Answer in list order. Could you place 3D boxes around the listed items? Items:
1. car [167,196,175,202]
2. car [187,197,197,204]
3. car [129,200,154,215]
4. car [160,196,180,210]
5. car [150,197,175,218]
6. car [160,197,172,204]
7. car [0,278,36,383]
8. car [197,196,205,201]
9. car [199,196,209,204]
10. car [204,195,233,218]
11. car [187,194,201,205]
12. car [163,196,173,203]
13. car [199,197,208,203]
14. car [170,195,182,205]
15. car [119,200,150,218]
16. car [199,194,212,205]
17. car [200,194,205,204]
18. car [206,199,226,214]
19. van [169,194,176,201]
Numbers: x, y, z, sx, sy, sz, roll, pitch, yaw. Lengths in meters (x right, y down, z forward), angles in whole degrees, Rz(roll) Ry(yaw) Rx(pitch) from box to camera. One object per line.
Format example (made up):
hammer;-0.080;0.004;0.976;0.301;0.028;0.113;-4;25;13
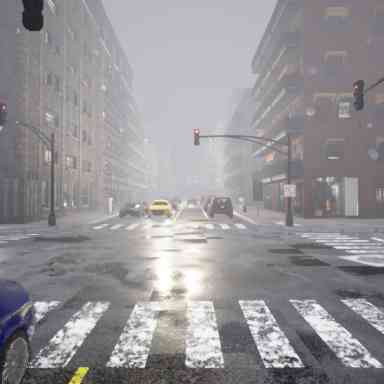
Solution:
car;-5.381;1.763;85.717;2.008;1.369;4.403;1;0;0
car;-0.001;1.684;70.341;1.994;1.385;4.181;0;0;0
car;-5.331;1.580;35.654;1.947;1.339;4.313;1;0;0
car;-2.883;1.584;42.059;1.994;1.385;4.181;0;0;0
car;-2.875;1.489;30.600;1.882;1.535;5.008;0;0;0
car;-5.365;1.666;69.026;2.008;1.369;4.403;1;0;0
car;-2.853;1.526;2.415;1.812;1.442;4.674;0;0;0
car;2.493;1.813;91.320;1.947;1.339;4.313;1;0;0
car;2.516;1.556;69.069;1.967;1.590;4.097;1;0;0
car;2.558;1.326;30.147;2.192;1.841;5.009;1;0;0
car;0.046;1.564;60.107;2.128;1.511;4.902;0;0;0
car;-5.370;1.670;74.418;1.752;1.417;4.829;1;0;0
car;2.509;1.728;74.629;1.802;1.307;4.206;1;0;0
car;-2.824;1.589;62.302;1.837;1.490;4.892;0;-1;0
car;-5.326;1.577;30.093;1.947;1.339;4.313;1;0;0
car;2.523;1.402;63.505;2.192;1.841;5.009;1;0;0
car;2.547;1.335;41.271;2.192;1.841;5.009;1;0;0
car;2.549;1.540;35.876;1.752;1.417;4.829;1;0;0
van;-5.383;1.588;91.282;1.690;1.788;3.998;1;0;0
